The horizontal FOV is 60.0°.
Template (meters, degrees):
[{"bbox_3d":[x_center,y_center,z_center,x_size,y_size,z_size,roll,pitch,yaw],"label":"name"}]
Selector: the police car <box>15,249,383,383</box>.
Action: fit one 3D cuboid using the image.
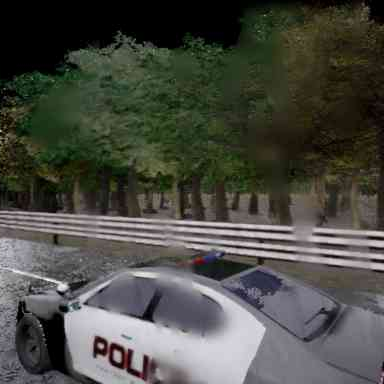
[{"bbox_3d":[-0.256,1.526,4.047,4.974,1.542,2.038,0,0,36],"label":"police car"}]
